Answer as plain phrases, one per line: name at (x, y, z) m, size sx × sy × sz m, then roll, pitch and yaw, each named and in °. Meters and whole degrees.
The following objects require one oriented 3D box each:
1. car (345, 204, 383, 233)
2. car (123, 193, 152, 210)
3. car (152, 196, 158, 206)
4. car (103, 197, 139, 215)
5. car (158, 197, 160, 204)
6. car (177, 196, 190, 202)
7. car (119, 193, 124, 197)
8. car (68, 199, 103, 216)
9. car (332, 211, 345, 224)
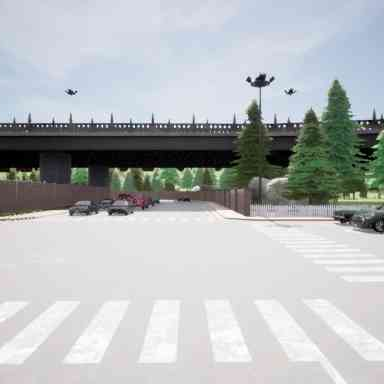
car at (11.481, 1.297, 18.671) m, size 4.553 × 1.767 × 2.097 m, roll 0°, pitch 0°, yaw 2°
car at (-7.045, 1.221, 43.734) m, size 2.150 × 2.045 × 5.566 m, roll 0°, pitch 0°, yaw 0°
car at (-7.046, 1.564, 53.742) m, size 1.994 × 1.385 × 4.181 m, roll 0°, pitch 0°, yaw 0°
car at (-7.043, 1.547, 33.560) m, size 2.033 × 1.411 × 5.357 m, roll 0°, pitch 0°, yaw 0°
car at (-7.197, 1.547, 64.403) m, size 2.033 × 1.411 × 5.357 m, roll 0°, pitch 0°, yaw -3°
car at (-1.908, 1.553, 75.198) m, size 1.994 × 1.385 × 4.181 m, roll 0°, pitch 0°, yaw -19°
car at (-10.577, 1.221, 52.510) m, size 2.150 × 2.045 × 5.566 m, roll 0°, pitch 0°, yaw 0°
car at (-10.571, 1.526, 32.907) m, size 1.812 × 1.442 × 4.674 m, roll 0°, pitch 0°, yaw 0°
car at (11.985, 1.545, 22.179) m, size 4.718 × 1.301 × 1.895 m, roll 0°, pitch 0°, yaw 2°
